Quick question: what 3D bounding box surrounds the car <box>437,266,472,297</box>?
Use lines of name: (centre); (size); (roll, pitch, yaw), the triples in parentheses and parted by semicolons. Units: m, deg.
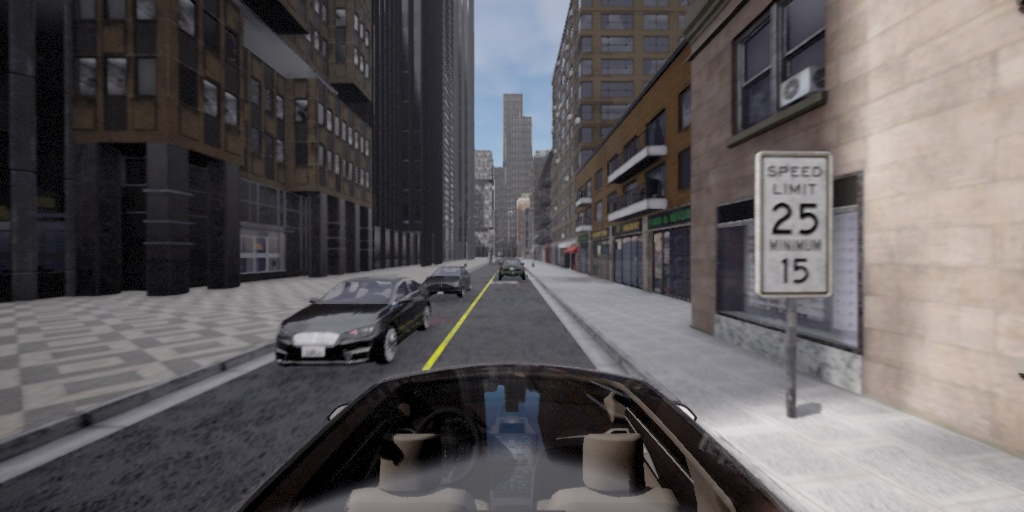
car: (-3.148, 1.228, 18.455); (2.033, 1.411, 5.357); (0, 0, 0)

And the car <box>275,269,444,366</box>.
car: (-3.117, 1.220, 8.053); (2.128, 1.511, 4.902); (0, 0, 0)

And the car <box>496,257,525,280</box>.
car: (0.000, 0.960, 29.701); (2.097, 1.767, 4.553); (0, 0, 0)
